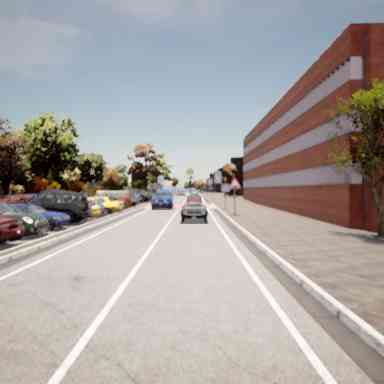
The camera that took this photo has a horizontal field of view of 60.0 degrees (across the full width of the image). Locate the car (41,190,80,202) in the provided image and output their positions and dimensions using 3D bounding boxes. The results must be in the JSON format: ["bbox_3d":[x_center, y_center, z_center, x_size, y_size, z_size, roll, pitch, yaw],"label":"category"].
[{"bbox_3d":[-21.772,0.619,55.303,5.566,2.045,2.435,0,1,0],"label":"car"}]

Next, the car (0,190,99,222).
[{"bbox_3d":[-9.314,1.060,21.586,5.566,2.045,2.435,0,1,0],"label":"car"}]

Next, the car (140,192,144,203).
[{"bbox_3d":[-9.249,1.060,44.193,4.674,1.452,2.002,0,1,0],"label":"car"}]

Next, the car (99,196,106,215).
[{"bbox_3d":[-9.466,1.272,24.415,5.366,1.575,1.946,0,1,0],"label":"car"}]

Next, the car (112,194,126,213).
[{"bbox_3d":[-9.086,1.199,30.065,5.366,1.575,1.946,0,1,0],"label":"car"}]

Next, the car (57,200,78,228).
[{"bbox_3d":[-9.293,1.388,18.764,4.674,1.452,2.002,0,1,0],"label":"car"}]

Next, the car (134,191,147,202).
[{"bbox_3d":[-9.239,1.023,47.019,4.674,1.452,2.002,0,1,0],"label":"car"}]

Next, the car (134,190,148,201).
[{"bbox_3d":[-9.226,0.907,52.669,5.008,1.535,2.097,0,1,0],"label":"car"}]

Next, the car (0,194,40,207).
[{"bbox_3d":[-21.815,1.056,41.313,5.008,1.535,2.097,0,1,0],"label":"car"}]

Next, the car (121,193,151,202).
[{"bbox_3d":[-9.224,0.908,55.497,4.674,1.452,2.002,0,1,0],"label":"car"}]

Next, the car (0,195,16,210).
[{"bbox_3d":[-21.834,1.131,35.541,5.008,1.535,2.097,0,1,0],"label":"car"}]

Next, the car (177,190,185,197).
[{"bbox_3d":[-2.601,0.267,78.409,2.097,1.767,4.553,0,1,1],"label":"car"}]

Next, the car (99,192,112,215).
[{"bbox_3d":[-9.307,1.113,27.239,4.553,1.767,2.185,0,1,0],"label":"car"}]

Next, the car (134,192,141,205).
[{"bbox_3d":[-9.222,1.086,41.368,4.792,1.488,2.163,0,1,0],"label":"car"}]

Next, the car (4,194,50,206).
[{"bbox_3d":[-21.810,1.020,44.136,5.008,1.535,2.097,0,1,0],"label":"car"}]

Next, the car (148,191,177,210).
[{"bbox_3d":[-3.193,0.888,37.124,2.150,2.045,5.566,0,0,0],"label":"car"}]

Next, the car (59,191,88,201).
[{"bbox_3d":[-21.727,0.654,61.084,4.553,1.767,2.185,0,0,0],"label":"car"}]

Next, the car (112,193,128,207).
[{"bbox_3d":[-9.452,1.163,32.892,5.366,1.575,1.946,0,1,0],"label":"car"}]

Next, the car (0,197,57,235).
[{"bbox_3d":[-9.327,1.259,15.937,4.553,1.767,2.185,0,1,0],"label":"car"}]

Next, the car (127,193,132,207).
[{"bbox_3d":[-9.259,1.169,35.717,4.674,1.452,2.002,0,1,0],"label":"car"}]

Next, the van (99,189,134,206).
[{"bbox_3d":[-9.373,0.867,38.539,4.442,1.987,1.878,0,1,0],"label":"van"}]

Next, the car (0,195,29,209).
[{"bbox_3d":[-21.854,1.123,38.489,4.792,1.488,2.163,0,1,0],"label":"car"}]

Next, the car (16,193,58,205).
[{"bbox_3d":[-21.806,0.985,46.960,4.892,1.521,2.231,0,1,0],"label":"car"}]

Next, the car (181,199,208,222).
[{"bbox_3d":[0.169,1.414,24.638,1.895,1.301,4.718,0,1,0],"label":"car"}]

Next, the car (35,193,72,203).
[{"bbox_3d":[-21.811,0.909,52.606,4.892,1.521,2.231,0,1,0],"label":"car"}]

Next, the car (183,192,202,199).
[{"bbox_3d":[0.289,0.958,41.405,1.994,1.385,4.181,0,3,1],"label":"car"}]

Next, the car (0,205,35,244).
[{"bbox_3d":[-9.295,1.421,13.113,5.008,1.535,2.097,0,1,0],"label":"car"}]
